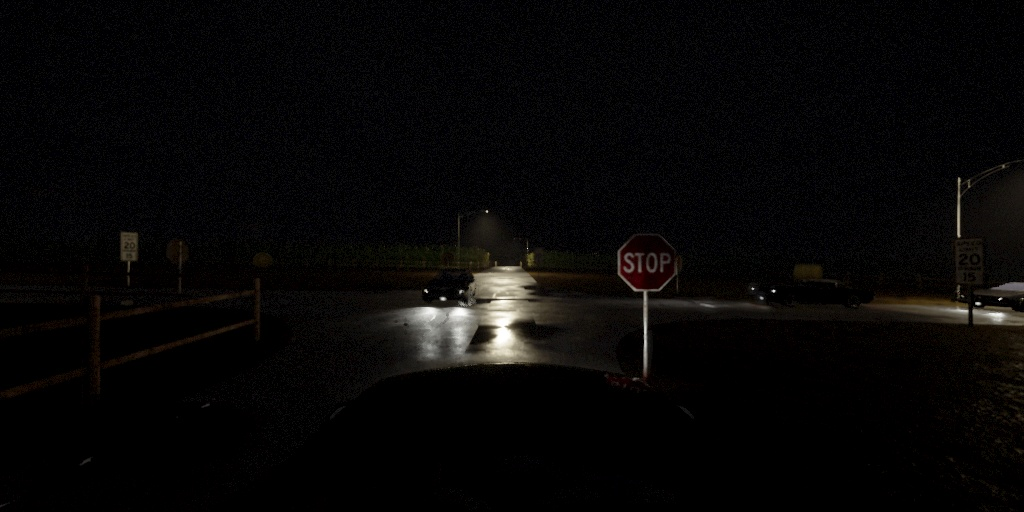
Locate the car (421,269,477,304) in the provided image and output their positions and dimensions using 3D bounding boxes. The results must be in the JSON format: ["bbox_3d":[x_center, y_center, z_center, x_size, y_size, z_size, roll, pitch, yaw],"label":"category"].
[{"bbox_3d":[-2.688,1.311,16.679,2.033,1.411,5.357,1,0,0],"label":"car"}]

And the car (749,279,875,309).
[{"bbox_3d":[14.221,1.761,17.248,4.718,1.301,1.895,1,-1,0],"label":"car"}]

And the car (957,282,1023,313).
[{"bbox_3d":[25.051,1.963,17.229,5.357,1.411,2.033,1,-1,0],"label":"car"}]
